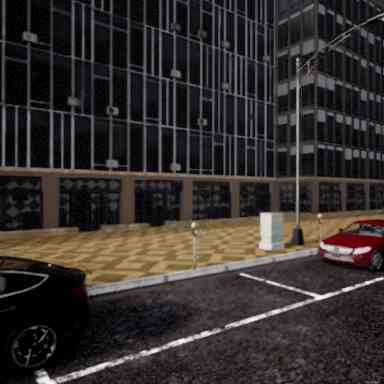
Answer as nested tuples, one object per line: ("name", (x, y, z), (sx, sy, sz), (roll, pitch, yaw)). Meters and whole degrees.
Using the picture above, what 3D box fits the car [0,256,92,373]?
("car", (-3.455, 1.567, 4.091), (4.313, 1.339, 1.947), (0, 0, -35))

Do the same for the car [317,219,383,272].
("car", (5.814, 1.563, 10.697), (4.206, 1.307, 1.802), (0, 0, -35))
